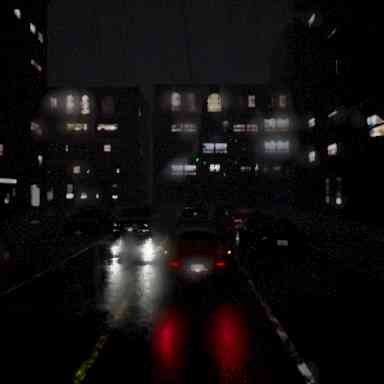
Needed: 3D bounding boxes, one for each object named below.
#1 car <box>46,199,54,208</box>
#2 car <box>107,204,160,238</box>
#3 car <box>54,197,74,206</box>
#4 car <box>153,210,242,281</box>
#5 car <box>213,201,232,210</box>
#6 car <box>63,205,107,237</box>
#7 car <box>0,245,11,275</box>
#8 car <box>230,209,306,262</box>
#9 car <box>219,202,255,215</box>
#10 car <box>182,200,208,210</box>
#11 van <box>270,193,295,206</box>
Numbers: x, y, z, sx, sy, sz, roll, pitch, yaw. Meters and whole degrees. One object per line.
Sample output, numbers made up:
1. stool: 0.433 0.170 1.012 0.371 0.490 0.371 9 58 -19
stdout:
1. car: -19.387 1.314 39.993 4.097 1.590 1.967 0 0 0
2. car: -2.727 1.414 17.169 1.837 1.490 4.892 0 0 0
3. car: -19.373 1.476 48.132 4.403 1.369 2.008 0 0 0
4. car: 0.147 1.474 9.572 1.812 1.442 4.674 0 0 1
5. car: 2.767 1.427 28.451 1.947 1.339 4.313 1 0 0
6. car: -5.157 1.474 17.353 1.947 1.339 4.313 1 0 0
7. car: -5.247 1.490 6.054 1.752 1.417 4.829 1 0 0
8. car: 2.652 1.504 11.759 1.947 1.339 4.313 1 0 0
9. car: 2.690 1.456 17.324 1.887 1.381 4.507 1 0 0
10. car: 0.267 1.359 26.481 2.128 1.511 4.902 0 0 1
11. van: 13.410 1.070 47.951 3.998 1.788 1.690 0 0 0
